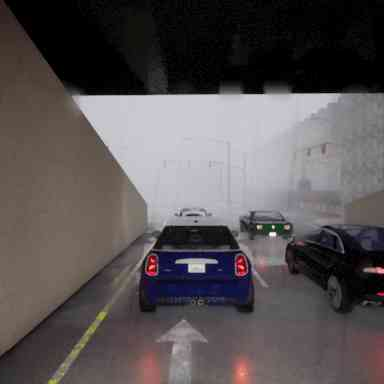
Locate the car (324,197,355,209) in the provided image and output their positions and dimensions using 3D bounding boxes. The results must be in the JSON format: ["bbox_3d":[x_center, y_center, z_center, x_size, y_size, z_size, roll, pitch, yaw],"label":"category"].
[{"bbox_3d":[17.552,1.282,39.403,1.853,1.218,4.536,0,0,45],"label":"car"}]

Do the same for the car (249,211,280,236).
[{"bbox_3d":[3.591,1.595,16.980,1.895,1.301,4.718,0,0,0],"label":"car"}]

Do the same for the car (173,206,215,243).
[{"bbox_3d":[0.069,1.520,16.972,1.812,1.442,4.674,0,0,0],"label":"car"}]

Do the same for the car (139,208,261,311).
[{"bbox_3d":[0.084,1.349,7.920,2.097,1.767,4.553,0,0,0],"label":"car"}]

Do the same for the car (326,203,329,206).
[{"bbox_3d":[17.516,1.439,39.366,2.038,1.542,4.974,0,0,45],"label":"car"}]

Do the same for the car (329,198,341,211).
[{"bbox_3d":[17.414,1.441,34.759,2.038,1.542,4.974,0,0,-35],"label":"car"}]

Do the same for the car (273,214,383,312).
[{"bbox_3d":[3.583,1.489,7.654,2.128,1.511,4.902,0,0,0],"label":"car"}]
